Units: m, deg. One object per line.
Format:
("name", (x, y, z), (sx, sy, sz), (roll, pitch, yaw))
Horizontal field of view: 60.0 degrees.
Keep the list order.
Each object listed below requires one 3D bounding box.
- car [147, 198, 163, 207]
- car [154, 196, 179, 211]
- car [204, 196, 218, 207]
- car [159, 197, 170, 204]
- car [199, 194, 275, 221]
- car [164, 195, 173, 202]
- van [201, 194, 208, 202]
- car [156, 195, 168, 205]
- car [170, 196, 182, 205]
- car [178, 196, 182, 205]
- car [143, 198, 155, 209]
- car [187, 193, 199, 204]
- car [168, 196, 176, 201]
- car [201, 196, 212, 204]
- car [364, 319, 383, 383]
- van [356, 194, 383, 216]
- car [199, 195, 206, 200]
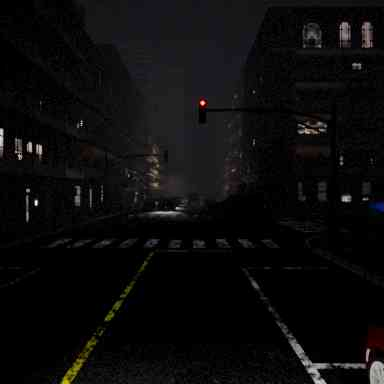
("car", (-5.549, 1.580, 50.824), (1.947, 1.339, 4.313), (0, 0, 0))
("car", (-2.978, 1.571, 40.047), (1.994, 1.385, 4.181), (0, 0, 1))
("car", (2.830, 1.454, 50.795), (1.967, 1.590, 4.097), (-1, 0, 0))
("car", (-5.500, 1.609, 67.409), (1.802, 1.307, 4.206), (-1, 0, 0))
("car", (3.773, 1.207, 26.713), (5.566, 2.045, 2.150), (-1, 1, 27))
("car", (-5.468, 1.563, 78.294), (1.752, 1.417, 4.829), (-1, 0, 0))
("van", (2.911, 1.379, 78.434), (1.690, 1.788, 3.998), (-1, 0, 0))
("car", (-5.518, 1.462, 61.881), (1.967, 1.590, 4.097), (-1, 0, 0))
("car", (-2.890, 1.525, 60.334), (1.837, 1.490, 4.892), (0, 0, 1))
("car", (-2.944, 1.577, 49.997), (1.994, 1.385, 4.181), (0, 0, 0))
("car", (-5.565, 1.561, 45.297), (2.008, 1.369, 4.403), (0, 0, 0))
("car", (0.288, 1.245, 63.387), (2.150, 2.045, 5.566), (0, 0, 0))
("car", (-5.435, 1.632, 89.520), (1.802, 1.307, 4.206), (-1, 0, 0))
("car", (2.880, 1.578, 67.378), (2.008, 1.369, 4.403), (-1, 0, 0))
("car", (2.687, 1.544, 1.796), (1.887, 1.381, 4.507), (0, 0, 0))
("van", (15.721, 1.035, 27.329), (3.998, 1.788, 1.690), (-1, 1, -1))
("car", (2.961, 1.602, 95.018), (1.887, 1.381, 4.507), (-1, 0, 0))
